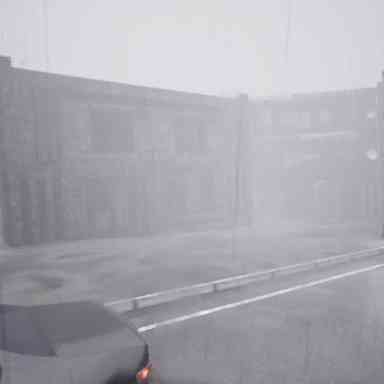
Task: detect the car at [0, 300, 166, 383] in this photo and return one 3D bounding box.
[{"bbox_3d":[-2.792,1.548,2.000,5.357,1.411,2.033,0,0,-35],"label":"car"}]
